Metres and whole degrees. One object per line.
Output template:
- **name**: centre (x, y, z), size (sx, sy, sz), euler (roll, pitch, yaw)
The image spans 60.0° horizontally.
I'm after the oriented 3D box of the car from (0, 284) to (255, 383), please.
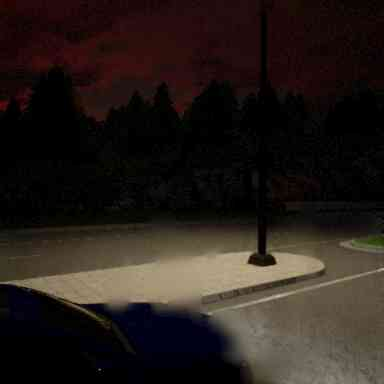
- **car**: centre (-1.584, 1.527, 2.616), size (4.674, 1.442, 1.812), euler (1, -1, -35)
